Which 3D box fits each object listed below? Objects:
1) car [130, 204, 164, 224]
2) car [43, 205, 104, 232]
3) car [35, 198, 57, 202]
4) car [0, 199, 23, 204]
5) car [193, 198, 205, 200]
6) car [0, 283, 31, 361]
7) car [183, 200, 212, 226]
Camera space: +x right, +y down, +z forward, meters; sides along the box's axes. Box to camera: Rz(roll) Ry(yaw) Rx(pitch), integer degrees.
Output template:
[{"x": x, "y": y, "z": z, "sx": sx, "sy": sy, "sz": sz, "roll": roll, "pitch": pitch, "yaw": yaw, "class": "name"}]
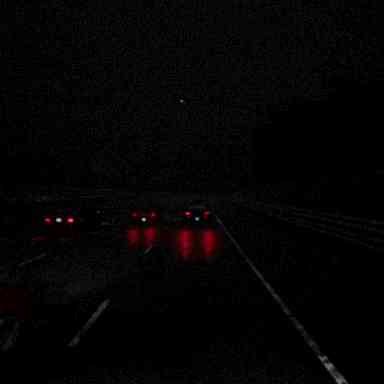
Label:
[{"x": -3.119, "y": 1.523, "z": 24.154, "sx": 1.895, "sy": 1.301, "sz": 4.718, "roll": 0, "pitch": 0, "yaw": 1, "class": "car"}, {"x": -6.715, "y": 1.480, "z": 19.399, "sx": 2.033, "sy": 1.411, "sz": 5.357, "roll": 0, "pitch": 0, "yaw": 1, "class": "car"}, {"x": -16.919, "y": 1.413, "z": 38.417, "sx": 1.812, "sy": 1.442, "sz": 4.674, "roll": 0, "pitch": 0, "yaw": 2, "class": "car"}, {"x": -20.464, "y": 1.486, "z": 37.330, "sx": 1.895, "sy": 1.301, "sz": 4.718, "roll": 0, "pitch": 0, "yaw": 2, "class": "car"}, {"x": 0.781, "y": 1.394, "z": 38.206, "sx": 2.128, "sy": 1.511, "sz": 4.902, "roll": 0, "pitch": 0, "yaw": 1, "class": "car"}, {"x": -3.385, "y": 1.587, "z": 2.927, "sx": 1.895, "sy": 1.301, "sz": 4.718, "roll": 0, "pitch": 0, "yaw": 0, "class": "car"}, {"x": 0.350, "y": 1.456, "z": 22.335, "sx": 1.812, "sy": 1.442, "sz": 4.674, "roll": 0, "pitch": 0, "yaw": 1, "class": "car"}]
